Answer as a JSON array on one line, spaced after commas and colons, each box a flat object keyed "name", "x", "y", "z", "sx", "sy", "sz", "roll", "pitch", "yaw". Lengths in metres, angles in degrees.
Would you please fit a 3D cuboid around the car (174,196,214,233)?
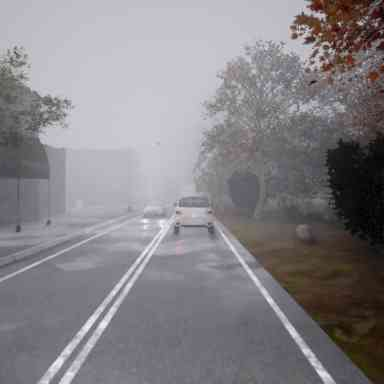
[{"name": "car", "x": 0.094, "y": 1.227, "z": 19.731, "sx": 2.150, "sy": 2.045, "sz": 5.566, "roll": 0, "pitch": 0, "yaw": 0}]

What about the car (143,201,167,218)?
[{"name": "car", "x": -3.341, "y": 1.582, "z": 30.588, "sx": 1.812, "sy": 1.442, "sz": 4.674, "roll": 0, "pitch": 0, "yaw": 0}]
